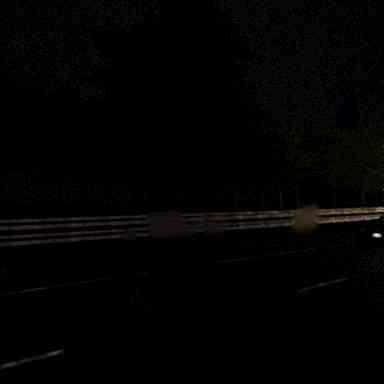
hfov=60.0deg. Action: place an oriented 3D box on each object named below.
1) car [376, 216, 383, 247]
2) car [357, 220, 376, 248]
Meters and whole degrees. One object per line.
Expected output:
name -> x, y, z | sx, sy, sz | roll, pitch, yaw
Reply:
car -> 7.637, 1.343, 9.178 | 5.566, 2.045, 2.150 | 1, 0, -35
car -> 9.031, 1.730, 14.466 | 4.181, 1.385, 1.994 | 1, 0, -35
